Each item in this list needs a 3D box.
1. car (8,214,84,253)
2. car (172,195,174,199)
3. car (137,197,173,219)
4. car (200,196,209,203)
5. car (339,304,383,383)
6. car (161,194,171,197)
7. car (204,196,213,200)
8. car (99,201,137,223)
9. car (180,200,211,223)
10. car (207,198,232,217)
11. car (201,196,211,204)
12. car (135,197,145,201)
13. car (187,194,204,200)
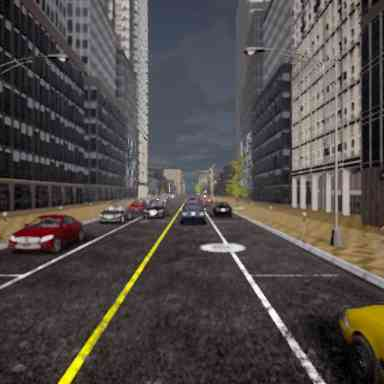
[{"bbox_3d":[-5.695,1.580,13.527,1.802,1.307,4.206,0,0,0],"label":"car"},{"bbox_3d":[-5.731,1.525,76.143,1.947,1.339,4.313,0,0,0],"label":"car"},{"bbox_3d":[-3.075,1.486,28.875,2.128,1.511,4.902,0,0,0],"label":"car"},{"bbox_3d":[2.653,1.489,70.611,1.752,1.417,4.829,0,0,0],"label":"car"},{"bbox_3d":[2.692,1.525,2.306,1.752,1.417,4.829,0,0,0],"label":"car"},{"bbox_3d":[-5.724,1.409,64.758,1.967,1.590,4.097,0,0,0],"label":"car"},{"bbox_3d":[2.664,1.418,53.364,1.967,1.590,4.097,0,0,0],"label":"car"},{"bbox_3d":[-5.702,1.545,24.913,2.008,1.369,4.403,0,0,0],"label":"car"},{"bbox_3d":[0.085,1.541,25.061,2.033,1.411,5.357,0,0,0],"label":"car"},{"bbox_3d":[2.676,1.558,30.597,1.947,1.339,4.313,0,0,0],"label":"car"},{"bbox_3d":[2.656,1.551,64.749,1.802,1.307,4.206,0,0,0],"label":"car"},{"bbox_3d":[-5.708,1.534,36.297,1.887,1.381,4.507,0,0,0],"label":"car"},{"bbox_3d":[0.077,1.417,41.555,2.033,1.649,4.856,0,0,0],"label":"car"}]
